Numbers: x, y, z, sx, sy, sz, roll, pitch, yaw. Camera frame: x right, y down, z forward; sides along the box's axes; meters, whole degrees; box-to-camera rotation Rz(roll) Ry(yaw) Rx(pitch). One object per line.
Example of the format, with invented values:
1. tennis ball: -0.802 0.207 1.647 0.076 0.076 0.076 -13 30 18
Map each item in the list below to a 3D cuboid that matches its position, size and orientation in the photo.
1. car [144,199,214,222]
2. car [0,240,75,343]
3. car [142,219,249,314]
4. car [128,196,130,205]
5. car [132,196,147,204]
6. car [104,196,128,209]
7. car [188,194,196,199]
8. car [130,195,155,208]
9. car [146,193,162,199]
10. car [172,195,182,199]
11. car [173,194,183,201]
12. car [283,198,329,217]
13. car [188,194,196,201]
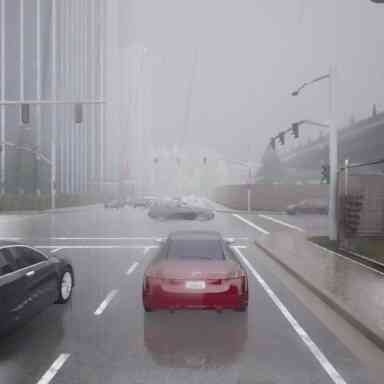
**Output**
1. car: -0.806 1.515 24.604 4.902 1.511 2.128 0 0 0
2. car: -3.443 1.505 5.251 1.837 1.490 4.892 0 0 0
3. car: 0.070 1.564 7.708 1.994 1.385 4.181 0 0 0
4. car: -10.597 1.505 54.626 1.837 1.490 4.892 0 0 0
5. car: -10.530 1.547 66.867 2.033 1.411 5.357 0 0 0
6. car: -10.603 1.492 45.382 2.128 1.511 4.902 0 0 0
7. car: -0.018 1.519 74.614 1.812 1.442 4.674 0 0 0
8. car: -7.100 1.547 48.008 2.033 1.411 5.357 0 0 0
9. car: -7.089 1.221 58.197 2.150 2.045 5.566 0 0 1
10. car: -3.518 1.495 74.298 1.837 1.490 4.892 0 0 0
11. car: -3.521 1.386 84.722 2.128 1.511 4.902 0 0 0
12. car: 11.140 1.407 31.833 4.553 1.767 2.097 0 0 0
13. car: -0.021 1.361 84.723 1.837 1.490 4.892 0 0 0
